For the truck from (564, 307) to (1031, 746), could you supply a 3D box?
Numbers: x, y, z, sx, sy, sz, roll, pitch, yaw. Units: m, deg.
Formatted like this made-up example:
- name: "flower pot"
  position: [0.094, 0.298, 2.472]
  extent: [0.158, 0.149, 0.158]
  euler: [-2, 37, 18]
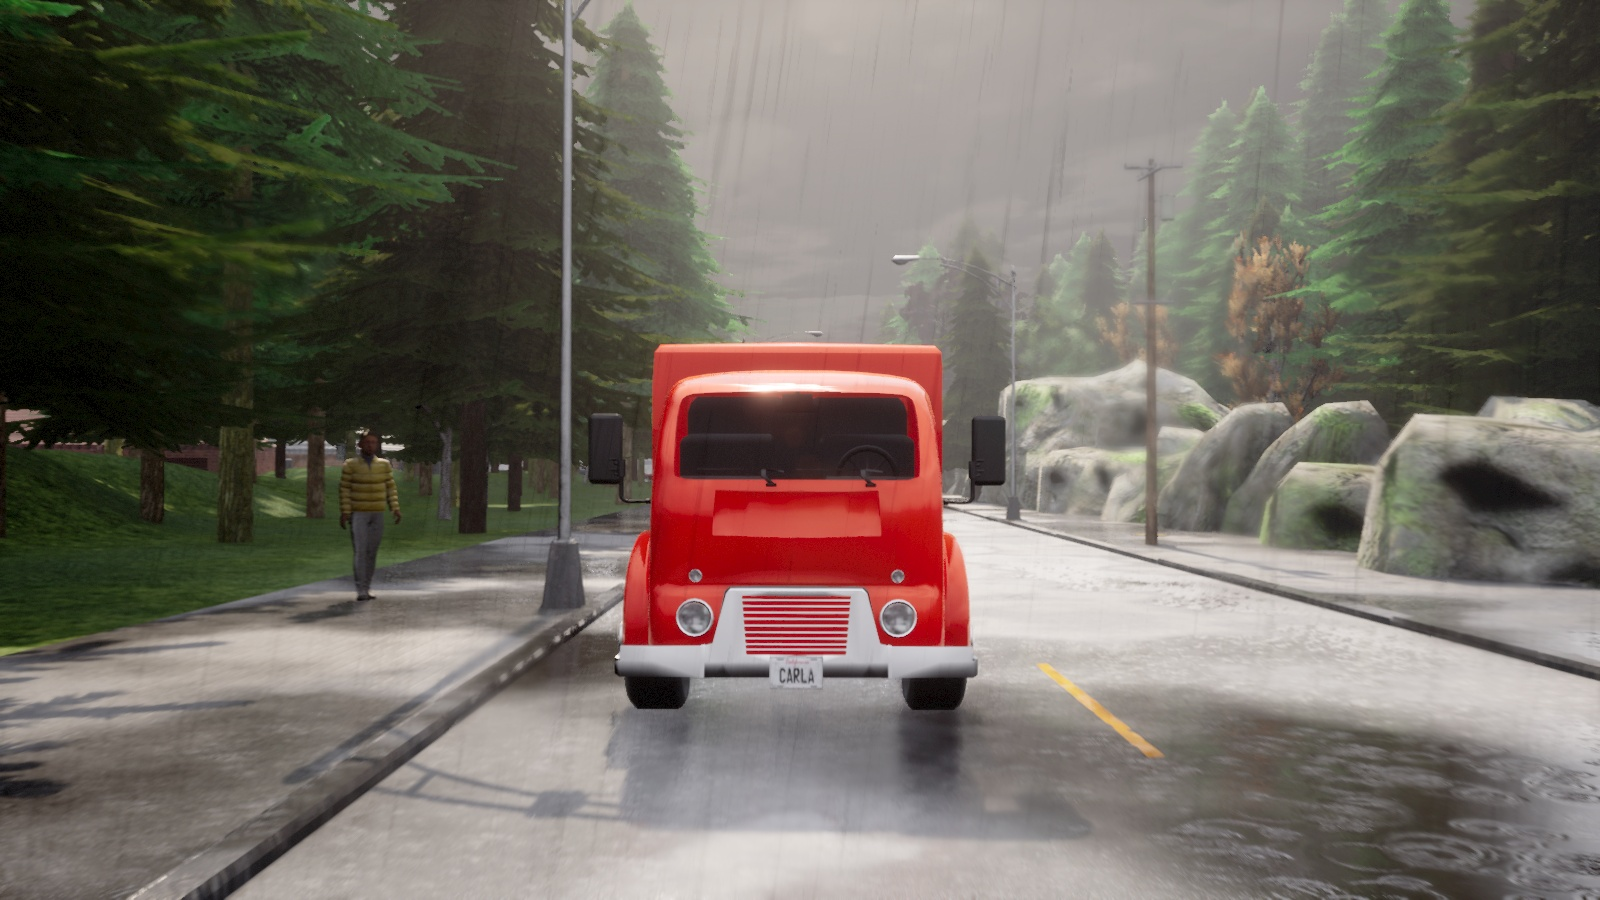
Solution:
- name: "truck"
  position: [-0.021, 0.474, 9.695]
  extent: [2.627, 2.467, 5.204]
  euler: [0, -1, 0]

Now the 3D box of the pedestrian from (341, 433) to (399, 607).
- name: "pedestrian"
  position: [-4.693, 0.748, 13.693]
  extent: [0.431, 1.840, 0.709]
  euler: [0, -1, -33]
